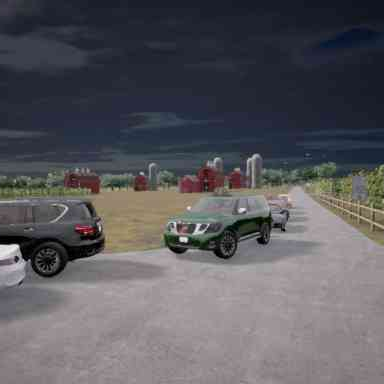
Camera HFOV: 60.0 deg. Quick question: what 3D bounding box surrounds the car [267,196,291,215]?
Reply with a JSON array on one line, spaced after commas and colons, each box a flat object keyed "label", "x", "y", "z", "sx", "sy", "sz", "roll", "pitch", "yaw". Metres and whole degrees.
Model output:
[{"label": "car", "x": 8.126, "y": 1.208, "z": 30.819, "sx": 1.837, "sy": 1.490, "sz": 4.892, "roll": 0, "pitch": 0, "yaw": 17}]

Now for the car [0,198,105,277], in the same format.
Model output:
[{"label": "car", "x": -5.385, "y": 1.231, "z": 9.616, "sx": 5.566, "sy": 2.045, "sz": 2.150, "roll": -1, "pitch": 1, "yaw": -4}]

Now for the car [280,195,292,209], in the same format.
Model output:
[{"label": "car", "x": 6.215, "y": 1.243, "z": 24.770, "sx": 1.882, "sy": 1.535, "sz": 5.008, "roll": 0, "pitch": 0, "yaw": 17}]

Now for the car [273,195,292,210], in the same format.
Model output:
[{"label": "car", "x": 10.431, "y": 1.104, "z": 38.117, "sx": 1.882, "sy": 1.535, "sz": 5.008, "roll": 0, "pitch": 0, "yaw": 18}]

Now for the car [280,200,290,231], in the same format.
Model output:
[{"label": "car", "x": 4.376, "y": 1.386, "z": 19.032, "sx": 1.994, "sy": 1.385, "sz": 4.181, "roll": 0, "pitch": 0, "yaw": 17}]

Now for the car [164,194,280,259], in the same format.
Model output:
[{"label": "car", "x": 1.271, "y": 1.112, "z": 12.702, "sx": 2.150, "sy": 2.045, "sz": 5.566, "roll": 0, "pitch": 0, "yaw": 34}]

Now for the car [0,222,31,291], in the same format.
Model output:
[{"label": "car", "x": -5.830, "y": 1.614, "z": 6.414, "sx": 4.674, "sy": 1.442, "sz": 1.812, "roll": -2, "pitch": 1, "yaw": -29}]
